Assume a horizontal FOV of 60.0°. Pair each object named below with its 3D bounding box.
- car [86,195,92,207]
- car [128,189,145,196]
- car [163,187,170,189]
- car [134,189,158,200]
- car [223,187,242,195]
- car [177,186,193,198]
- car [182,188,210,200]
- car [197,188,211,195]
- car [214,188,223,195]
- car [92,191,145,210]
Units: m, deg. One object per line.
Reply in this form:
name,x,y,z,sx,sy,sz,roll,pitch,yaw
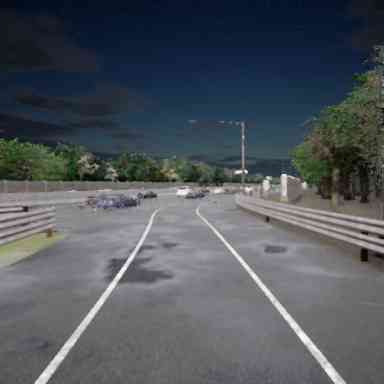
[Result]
car,-9.396,0.821,36.093,2.128,1.511,4.902,0,1,20
car,-12.802,0.020,77.294,1.837,1.490,4.892,0,1,20
car,-7.346,-0.469,92.180,2.097,1.767,4.553,0,1,20
car,-7.072,0.505,52.431,1.812,1.442,4.674,0,1,20
car,9.497,-0.129,77.108,2.128,1.511,4.902,0,1,20
car,-0.823,0.012,59.217,2.150,2.045,5.566,0,1,20
car,0.671,0.449,53.181,2.033,1.411,5.357,0,1,20
car,2.933,-0.151,79.541,1.837,1.490,4.892,0,1,20
car,6.505,-0.147,79.115,1.812,1.442,4.674,0,1,20
car,-7.004,0.930,32.475,2.033,1.411,5.357,0,1,20
